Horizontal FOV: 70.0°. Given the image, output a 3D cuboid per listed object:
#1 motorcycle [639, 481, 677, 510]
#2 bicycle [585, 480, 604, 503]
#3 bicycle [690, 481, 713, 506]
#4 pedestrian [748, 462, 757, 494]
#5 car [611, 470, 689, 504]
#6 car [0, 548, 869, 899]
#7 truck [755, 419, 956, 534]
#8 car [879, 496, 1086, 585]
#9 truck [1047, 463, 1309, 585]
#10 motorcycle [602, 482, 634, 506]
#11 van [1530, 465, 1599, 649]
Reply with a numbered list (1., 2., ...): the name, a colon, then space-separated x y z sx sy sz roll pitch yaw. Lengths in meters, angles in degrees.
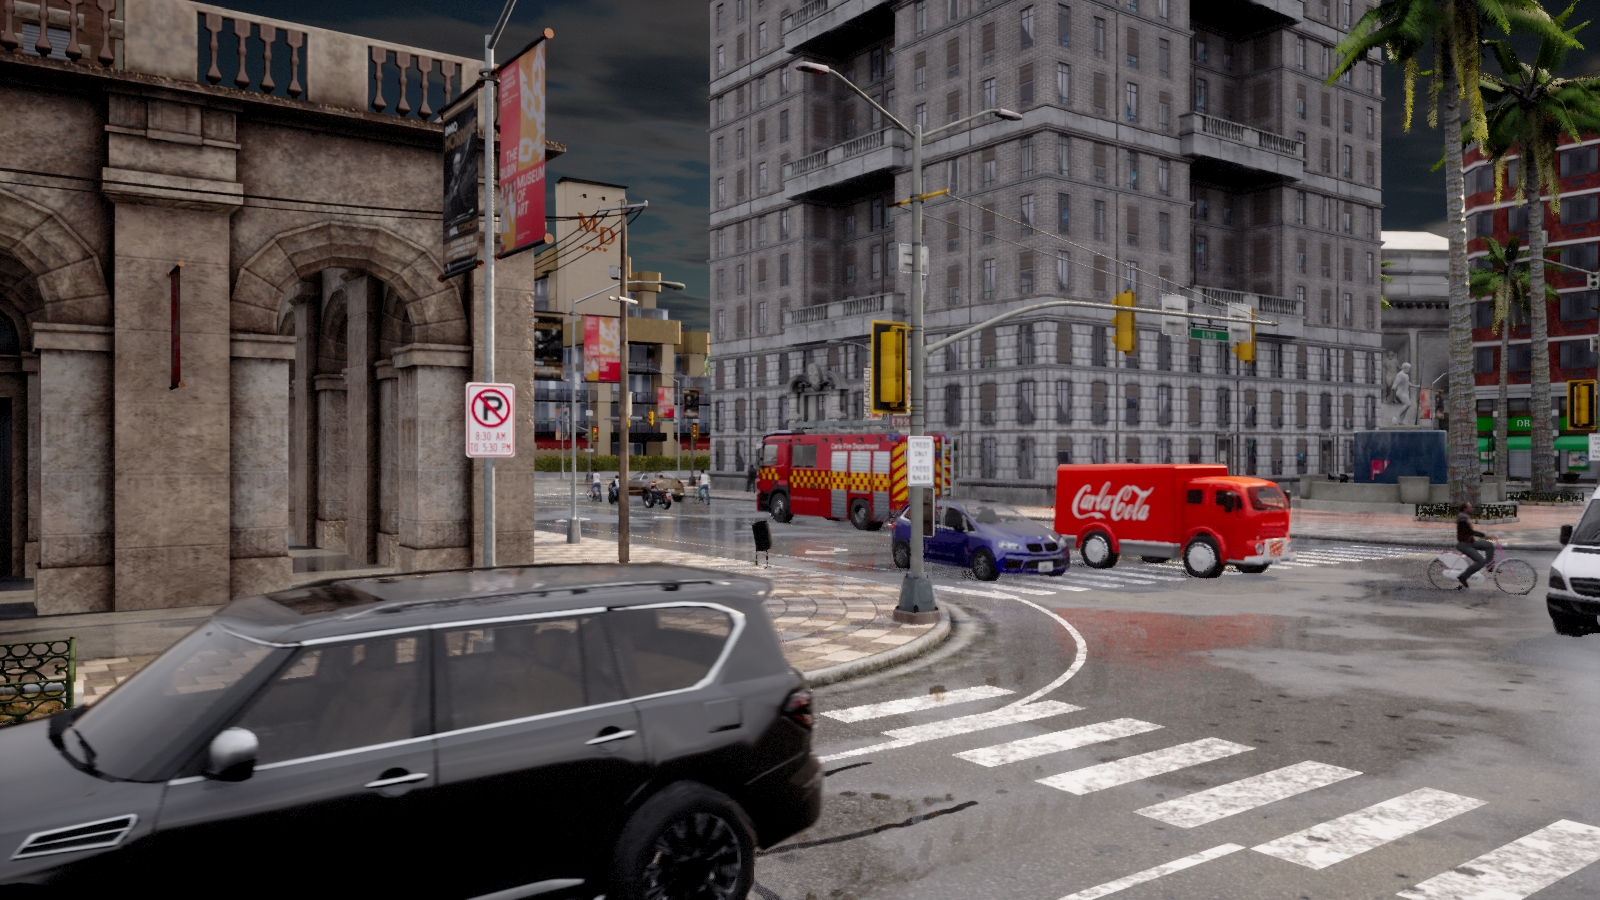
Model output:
1. motorcycle: -6.767 2.160 54.369 0.764 1.277 2.356 0 0 -35
2. bicycle: -11.030 2.196 61.250 0.373 1.196 1.643 0 0 -35
3. bicycle: -4.999 2.195 57.900 0.373 1.196 1.643 0 0 -36
4. pedestrian: -2.875 1.683 68.779 0.375 1.860 0.375 0 0 -35
5. car: -8.211 1.981 62.259 2.152 1.651 5.027 0 0 -35
6. car: -2.449 1.779 6.338 5.566 2.045 2.150 0 0 -36
7. truck: 1.851 0.882 42.596 2.891 3.827 8.468 0 0 -35
8. car: 4.039 1.963 26.090 2.242 1.667 4.611 0 0 -30
9. truck: 8.637 1.559 26.551 2.627 2.467 5.204 0 0 -37
10. motorcycle: -9.213 2.204 57.798 0.803 1.145 2.033 0 0 -36
11. van: 13.719 1.527 17.674 5.915 2.561 1.988 0 0 -35
